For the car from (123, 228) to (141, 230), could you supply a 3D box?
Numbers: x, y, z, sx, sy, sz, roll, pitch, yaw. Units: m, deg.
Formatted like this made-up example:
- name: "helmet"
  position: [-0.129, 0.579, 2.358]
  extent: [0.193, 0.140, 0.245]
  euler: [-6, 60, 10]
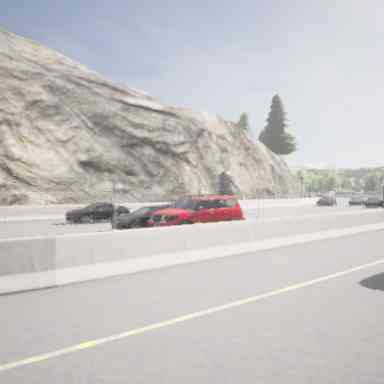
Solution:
- name: "car"
  position: [-2.478, 1.561, 19.839]
  extent: [4.674, 1.442, 1.812]
  euler: [0, 0, -39]

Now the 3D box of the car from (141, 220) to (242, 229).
- name: "car"
  position: [0.380, 1.250, 17.628]
  extent: [5.566, 2.045, 2.150]
  euler: [0, 0, -39]
